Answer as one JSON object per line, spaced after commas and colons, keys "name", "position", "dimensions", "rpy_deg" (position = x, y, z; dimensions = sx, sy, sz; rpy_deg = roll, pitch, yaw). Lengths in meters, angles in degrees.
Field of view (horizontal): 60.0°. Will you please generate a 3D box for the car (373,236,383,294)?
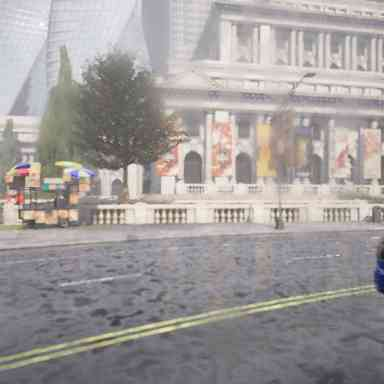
{"name": "car", "position": [6.101, 1.253, 6.328], "dimensions": [5.566, 2.045, 2.150], "rpy_deg": [0, 0, -22]}
